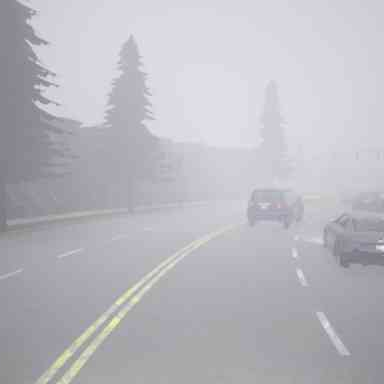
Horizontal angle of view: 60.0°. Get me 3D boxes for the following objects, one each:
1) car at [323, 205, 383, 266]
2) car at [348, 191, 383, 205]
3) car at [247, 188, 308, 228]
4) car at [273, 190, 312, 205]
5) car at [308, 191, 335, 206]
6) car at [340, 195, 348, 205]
[{"bbox_3d":[5.310,1.325,10.275,1.994,1.385,4.181,1,1,15],"label":"car"},{"bbox_3d":[14.388,0.749,26.295,2.097,1.767,4.553,2,2,41],"label":"car"},{"bbox_3d":[4.799,0.774,18.733,2.150,2.045,5.566,1,2,28],"label":"car"},{"bbox_3d":[11.784,0.572,38.824,4.902,1.511,2.128,-1,2,-43],"label":"car"},{"bbox_3d":[13.562,0.640,35.680,5.008,1.535,1.882,-1,2,-44],"label":"car"},{"bbox_3d":[17.286,0.755,34.369,5.357,1.411,2.033,-1,2,-42],"label":"car"}]
